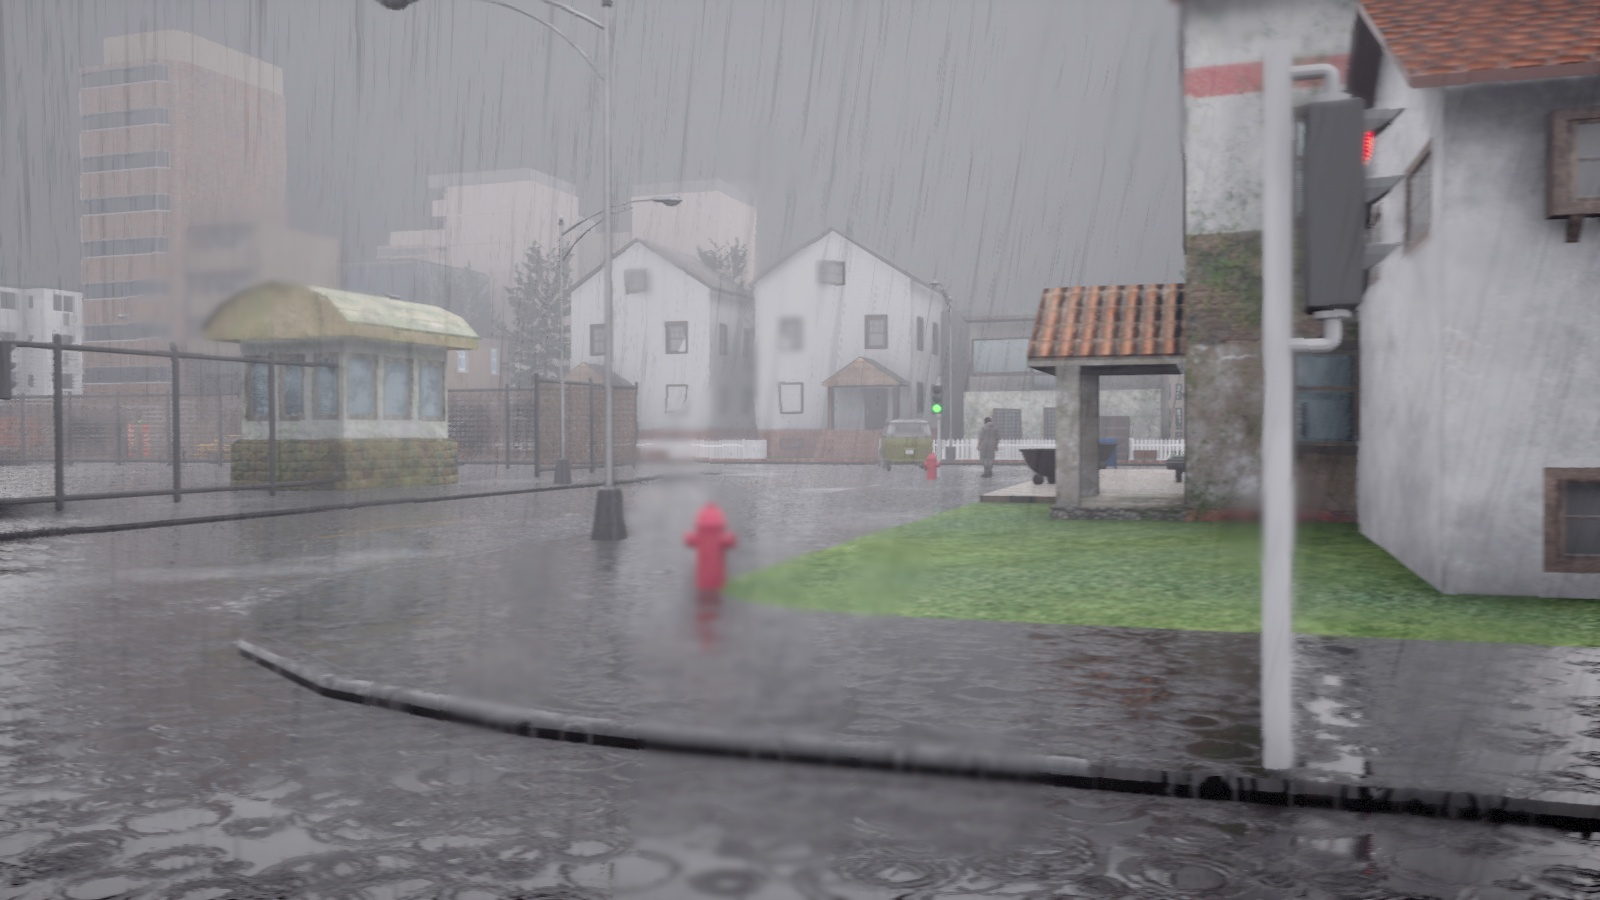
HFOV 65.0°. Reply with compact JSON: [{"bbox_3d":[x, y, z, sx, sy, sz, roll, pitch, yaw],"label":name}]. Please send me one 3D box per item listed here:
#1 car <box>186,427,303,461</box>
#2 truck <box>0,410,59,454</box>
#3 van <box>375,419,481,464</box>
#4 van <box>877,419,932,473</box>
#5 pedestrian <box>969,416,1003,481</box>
[{"bbox_3d":[-26.649,-0.298,60.257,5.366,1.575,1.801,1,1,19],"label":"car"},{"bbox_3d":[-46.223,-1.021,73.752,2.627,2.467,5.204,-1,0,-5],"label":"truck"},{"bbox_3d":[-16.912,-0.396,57.066,4.442,1.987,1.775,1,1,20],"label":"van"},{"bbox_3d":[4.050,-0.192,49.220,1.775,1.987,4.442,1,1,0],"label":"van"},{"bbox_3d":[5.691,-0.061,38.492,0.659,1.952,0.873,0,1,-23],"label":"pedestrian"}]
